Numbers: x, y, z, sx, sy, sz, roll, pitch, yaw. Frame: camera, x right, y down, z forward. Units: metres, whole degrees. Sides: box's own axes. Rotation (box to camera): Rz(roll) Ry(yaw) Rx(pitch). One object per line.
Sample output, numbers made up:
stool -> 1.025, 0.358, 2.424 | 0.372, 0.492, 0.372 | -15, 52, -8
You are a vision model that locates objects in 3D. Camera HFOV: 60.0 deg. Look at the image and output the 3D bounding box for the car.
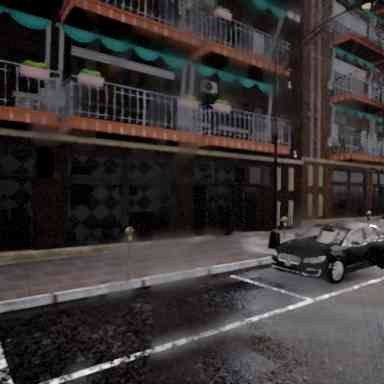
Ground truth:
car -> 4.159, 1.547, 9.512 | 4.403, 1.369, 2.008 | 0, 1, -35
